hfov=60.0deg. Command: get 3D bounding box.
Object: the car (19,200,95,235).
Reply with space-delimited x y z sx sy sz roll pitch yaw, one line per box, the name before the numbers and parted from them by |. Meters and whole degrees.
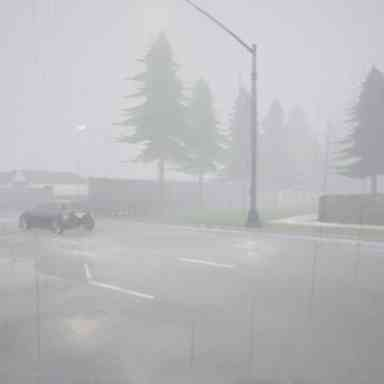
car | -7.449 1.238 18.209 4.553 1.767 2.097 1 0 35
